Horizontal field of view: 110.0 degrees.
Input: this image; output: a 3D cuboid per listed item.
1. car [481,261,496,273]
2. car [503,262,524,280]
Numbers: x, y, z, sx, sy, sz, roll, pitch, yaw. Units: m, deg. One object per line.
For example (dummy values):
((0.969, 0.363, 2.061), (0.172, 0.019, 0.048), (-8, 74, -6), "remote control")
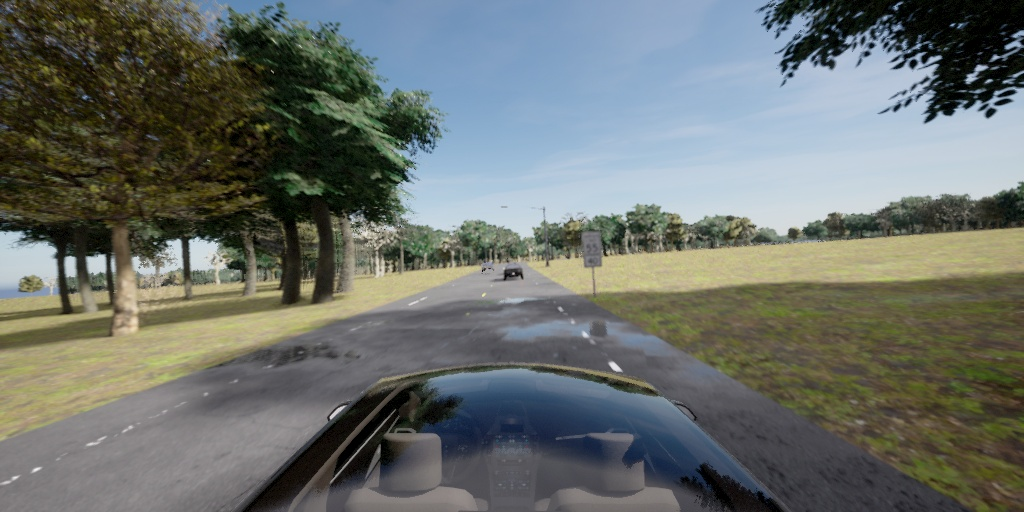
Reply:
((-3.297, 1.474, 50.644), (2.033, 1.411, 5.357), (-4, 0, 0), "car")
((0.151, 1.502, 35.677), (1.882, 1.535, 5.008), (-4, 0, 1), "car")
